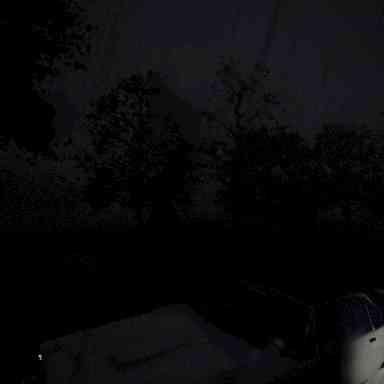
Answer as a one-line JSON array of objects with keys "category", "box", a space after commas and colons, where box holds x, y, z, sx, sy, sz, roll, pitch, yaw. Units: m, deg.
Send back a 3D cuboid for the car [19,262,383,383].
[{"category": "car", "box": [0.802, 1.601, 3.645, 4.718, 1.301, 1.895, 0, 0, -35]}]
